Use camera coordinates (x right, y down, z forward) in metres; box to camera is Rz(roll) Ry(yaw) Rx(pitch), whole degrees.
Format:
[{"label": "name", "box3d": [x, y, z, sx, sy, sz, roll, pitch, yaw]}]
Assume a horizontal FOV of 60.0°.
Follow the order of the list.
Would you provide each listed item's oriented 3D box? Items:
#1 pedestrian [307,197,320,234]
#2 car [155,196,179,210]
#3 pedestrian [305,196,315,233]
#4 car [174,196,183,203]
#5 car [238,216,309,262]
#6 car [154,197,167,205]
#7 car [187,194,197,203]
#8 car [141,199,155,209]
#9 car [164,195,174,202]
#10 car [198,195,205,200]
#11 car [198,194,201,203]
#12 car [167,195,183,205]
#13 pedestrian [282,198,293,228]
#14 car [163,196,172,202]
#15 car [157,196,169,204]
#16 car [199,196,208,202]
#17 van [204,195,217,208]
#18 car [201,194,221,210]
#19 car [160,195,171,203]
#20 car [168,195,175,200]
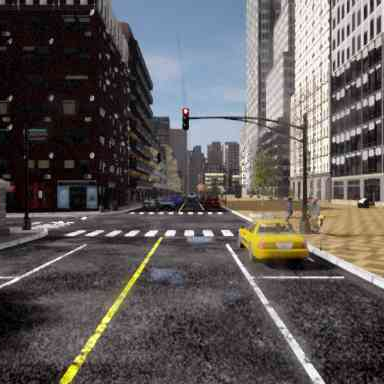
[{"label": "pedestrian", "box3d": [6.093, 1.142, 16.459, 0.375, 1.860, 0.375, 0, 0, 0]}, {"label": "car", "box3d": [-3.103, 1.562, 42.428, 2.033, 1.411, 5.357, 0, 0, 0]}, {"label": "pedestrian", "box3d": [6.047, 1.143, 17.059, 0.375, 1.860, 0.375, 0, 0, 0]}, {"label": "car", "box3d": [-3.013, 1.553, 74.336, 1.837, 1.490, 4.892, 0, 0, 0]}, {"label": "car", "box3d": [2.684, 1.525, 11.948, 1.752, 1.417, 4.829, 0, 0, 0]}, {"label": "car", "box3d": [-5.703, 1.588, 60.769, 2.008, 1.369, 4.403, 0, 0, 0]}, {"label": "car", "box3d": [-0.012, 1.611, 73.383, 1.994, 1.385, 4.181, 0, 0, 0]}, {"label": "car", "box3d": [-5.700, 1.567, 44.190, 2.008, 1.369, 4.403, 0, 0, 0]}, {"label": "car", "box3d": [-5.708, 1.516, 82.876, 1.967, 1.590, 4.097, 0, 0, 0]}, {"label": "car", "box3d": [2.672, 1.624, 94.101, 1.752, 1.417, 4.829, 0, 0, 0]}, {"label": "car", "box3d": [2.675, 1.361, 66.297, 2.192, 1.841, 5.009, 0, 0, 0]}, {"label": "car", "box3d": [-3.070, 1.512, 59.178, 1.882, 1.535, 5.008, 0, 0, 0]}, {"label": "pedestrian", "box3d": [5.102, 1.143, 17.658, 0.375, 1.860, 0.375, 0, 0, 0]}, {"label": "car", "box3d": [-5.706, 1.648, 77.350, 1.802, 1.307, 4.206, 0, 0, 0]}, {"label": "car", "box3d": [-5.704, 1.591, 66.295, 1.887, 1.381, 4.507, 0, 0, 0]}, {"label": "car", "box3d": [2.674, 1.610, 77.351, 1.887, 1.381, 4.507, 0, 0, 0]}, {"label": "van", "box3d": [2.677, 1.363, 49.717, 1.690, 1.788, 3.998, 0, 0, 0]}, {"label": "car", "box3d": [2.678, 1.331, 44.191, 2.192, 1.841, 5.009, 0, 0, 0]}, {"label": "car", "box3d": [-5.706, 1.496, 71.823, 1.967, 1.590, 4.097, 0, 0, 0]}, {"label": "car", "box3d": [-5.709, 1.623, 93.760, 1.752, 1.417, 4.829, 0, 0, 0]}]
